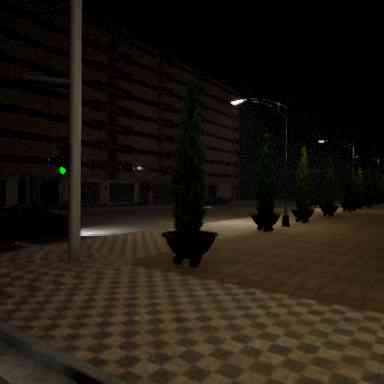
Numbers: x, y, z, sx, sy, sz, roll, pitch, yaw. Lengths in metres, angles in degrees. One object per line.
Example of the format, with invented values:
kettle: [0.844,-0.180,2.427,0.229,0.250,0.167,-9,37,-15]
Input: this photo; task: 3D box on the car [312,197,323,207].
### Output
car: [17.229,1.384,47.623,1.994,1.385,4.181,1,0,36]

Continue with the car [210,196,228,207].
car: [3.043,1.255,46.125,2.033,1.411,5.357,1,0,37]

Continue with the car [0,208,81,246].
car: [-6.961,1.366,14.321,1.994,1.385,4.181,1,0,35]
